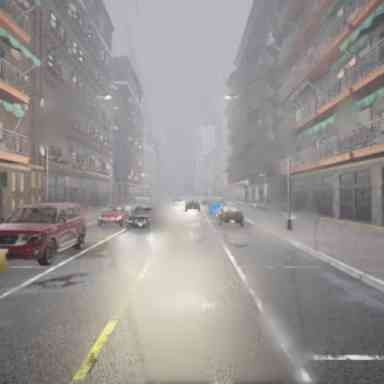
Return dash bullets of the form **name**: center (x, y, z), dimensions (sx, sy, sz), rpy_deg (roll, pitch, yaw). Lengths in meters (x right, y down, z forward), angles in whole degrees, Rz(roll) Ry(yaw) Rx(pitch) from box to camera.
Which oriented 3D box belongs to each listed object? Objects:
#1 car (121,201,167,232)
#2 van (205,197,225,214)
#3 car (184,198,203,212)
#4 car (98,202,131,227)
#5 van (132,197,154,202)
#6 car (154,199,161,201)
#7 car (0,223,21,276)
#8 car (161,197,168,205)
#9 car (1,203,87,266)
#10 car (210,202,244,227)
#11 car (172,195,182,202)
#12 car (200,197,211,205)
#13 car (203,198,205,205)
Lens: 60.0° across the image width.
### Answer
- **car**: center (-2.850, 1.562, 20.805), dimensions (1.837, 1.490, 4.892), rpy_deg (0, 0, 0)
- **van**: center (2.573, 1.437, 34.614), dimensions (1.690, 1.788, 3.998), rpy_deg (1, 0, 0)
- **car**: center (0.096, 1.642, 41.432), dimensions (1.812, 1.442, 4.674), rpy_deg (0, 0, 0)
- **car**: center (-5.287, 1.646, 23.242), dimensions (1.802, 1.307, 4.206), rpy_deg (1, 0, 0)
- **van**: center (-5.274, 1.438, 34.585), dimensions (1.690, 1.788, 3.998), rpy_deg (1, 0, 0)
- **car**: center (-5.277, 1.658, 40.256), dimensions (1.887, 1.381, 4.507), rpy_deg (1, 0, 0)
- **car**: center (-5.312, 1.542, 6.060), dimensions (1.752, 1.417, 4.829), rpy_deg (1, 0, 0)
- **car**: center (-5.279, 1.699, 51.597), dimensions (2.008, 1.369, 4.403), rpy_deg (1, 0, 0)
- **car**: center (-5.312, 1.348, 11.902), dimensions (2.192, 1.841, 5.009), rpy_deg (1, 0, 0)
- **car**: center (2.572, 1.615, 23.272), dimensions (2.008, 1.369, 4.403), rpy_deg (1, 0, 0)
- **car**: center (-2.756, 1.273, 61.481), dimensions (1.882, 1.535, 5.008), rpy_deg (0, 0, 0)
- **car**: center (2.567, 1.729, 62.968), dimensions (1.887, 1.381, 4.507), rpy_deg (1, 0, 0)
- **car**: center (2.568, 1.732, 57.297), dimensions (1.947, 1.339, 4.313), rpy_deg (1, 0, 0)
